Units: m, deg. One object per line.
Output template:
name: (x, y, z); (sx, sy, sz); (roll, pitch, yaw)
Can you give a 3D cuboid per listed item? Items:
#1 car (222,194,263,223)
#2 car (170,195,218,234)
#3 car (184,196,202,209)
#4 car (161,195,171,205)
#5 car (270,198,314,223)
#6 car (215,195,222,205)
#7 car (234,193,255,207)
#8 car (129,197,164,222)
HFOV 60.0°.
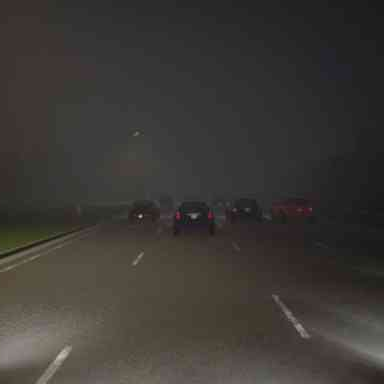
car: (3.600, 1.196, 23.756); (2.097, 1.767, 4.553); (0, 0, 0)
car: (0.098, 1.231, 18.450); (2.097, 1.767, 4.553); (0, 0, 0)
car: (0.098, 1.280, 40.844); (2.033, 1.411, 5.357); (0, 0, 0)
car: (-3.403, 1.209, 45.195); (1.837, 1.490, 4.892); (0, 0, 0)
car: (7.099, 1.194, 24.104); (2.097, 1.767, 4.553); (0, 0, 0)
car: (3.597, 1.204, 45.920); (1.837, 1.490, 4.892); (0, 0, 0)
car: (7.097, 1.056, 45.156); (2.097, 1.767, 4.553); (0, 0, 0)
car: (-3.401, 1.345, 24.384); (1.837, 1.490, 4.892); (0, 0, 0)
